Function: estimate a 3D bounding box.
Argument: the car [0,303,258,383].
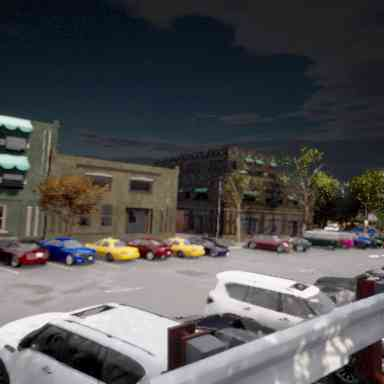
[{"bbox_3d":[-1.883,3.390,6.629,5.566,2.045,2.435,3,-2,34],"label":"car"}]

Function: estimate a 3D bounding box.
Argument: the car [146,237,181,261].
[{"bbox_3d":[-3.727,4.347,26.155,5.008,1.535,2.097,1,-3,34],"label":"car"}]

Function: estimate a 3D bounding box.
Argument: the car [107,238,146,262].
[{"bbox_3d":[-6.282,4.130,24.526,5.366,1.575,1.946,1,-3,34],"label":"car"}]

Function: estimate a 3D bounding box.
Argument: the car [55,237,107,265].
[{"bbox_3d":[-8.525,3.923,22.698,5.008,1.535,2.097,1,-4,35],"label":"car"}]

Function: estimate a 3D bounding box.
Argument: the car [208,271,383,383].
[{"bbox_3d":[3.060,3.825,10.120,5.566,2.045,2.435,3,-2,34],"label":"car"}]

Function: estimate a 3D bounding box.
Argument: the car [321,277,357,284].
[{"bbox_3d":[5.464,4.292,11.908,4.892,1.521,2.231,3,-2,34],"label":"car"}]

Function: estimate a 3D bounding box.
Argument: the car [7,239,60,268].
[{"bbox_3d":[-10.944,3.741,20.990,4.792,1.488,2.163,1,-3,34],"label":"car"}]

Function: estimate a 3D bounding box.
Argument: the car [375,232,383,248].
[{"bbox_3d":[22.658,6.422,45.122,5.566,2.045,2.435,1,-4,34],"label":"car"}]

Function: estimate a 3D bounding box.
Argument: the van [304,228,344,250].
[{"bbox_3d":[15.344,5.812,40.022,4.442,1.987,1.878,1,-3,34],"label":"van"}]

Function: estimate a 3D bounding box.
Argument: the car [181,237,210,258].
[{"bbox_3d":[-1.491,4.553,27.973,5.366,1.575,1.946,1,-3,34],"label":"car"}]

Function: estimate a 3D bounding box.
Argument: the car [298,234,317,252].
[{"bbox_3d":[10.647,5.619,36.502,4.892,1.521,2.231,1,-3,34],"label":"car"}]

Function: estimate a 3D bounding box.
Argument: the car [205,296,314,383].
[{"bbox_3d":[0.544,3.886,8.385,4.792,1.488,2.163,3,-2,34],"label":"car"}]

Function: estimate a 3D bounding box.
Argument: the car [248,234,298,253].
[{"bbox_3d":[8.228,5.280,34.799,4.553,1.767,2.185,1,-4,34],"label":"car"}]

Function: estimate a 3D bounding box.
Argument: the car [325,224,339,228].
[{"bbox_3d":[29.069,7.790,69.086,2.435,2.045,5.566,2,-2,36],"label":"car"}]

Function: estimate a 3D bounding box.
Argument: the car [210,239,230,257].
[{"bbox_3d":[1.086,4.801,29.590,4.792,1.488,2.163,1,-4,34],"label":"car"}]

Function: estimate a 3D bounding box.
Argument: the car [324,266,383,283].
[{"bbox_3d":[7.904,4.255,13.684,5.566,2.045,2.435,3,-2,34],"label":"car"}]

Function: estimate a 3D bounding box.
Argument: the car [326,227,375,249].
[{"bbox_3d":[20.261,6.211,43.399,5.566,2.045,2.435,1,-4,34],"label":"car"}]

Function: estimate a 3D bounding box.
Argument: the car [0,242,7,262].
[{"bbox_3d":[-13.317,3.501,19.254,4.892,1.521,2.231,1,-4,34],"label":"car"}]

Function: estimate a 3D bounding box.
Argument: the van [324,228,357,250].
[{"bbox_3d":[17.740,6.023,41.746,4.442,1.987,1.878,1,-3,34],"label":"van"}]
